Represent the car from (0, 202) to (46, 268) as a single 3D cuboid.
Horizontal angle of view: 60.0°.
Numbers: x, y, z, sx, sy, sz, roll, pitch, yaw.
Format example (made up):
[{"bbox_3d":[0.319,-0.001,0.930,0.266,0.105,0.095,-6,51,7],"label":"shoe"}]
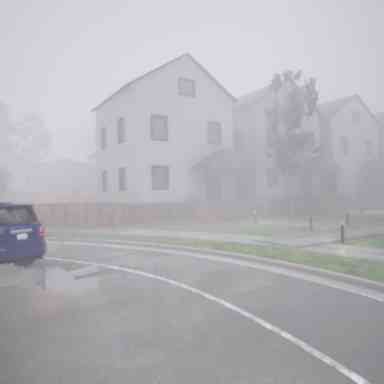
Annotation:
[{"bbox_3d":[-7.054,1.360,10.220,5.566,2.045,2.150,-1,-1,25],"label":"car"}]
